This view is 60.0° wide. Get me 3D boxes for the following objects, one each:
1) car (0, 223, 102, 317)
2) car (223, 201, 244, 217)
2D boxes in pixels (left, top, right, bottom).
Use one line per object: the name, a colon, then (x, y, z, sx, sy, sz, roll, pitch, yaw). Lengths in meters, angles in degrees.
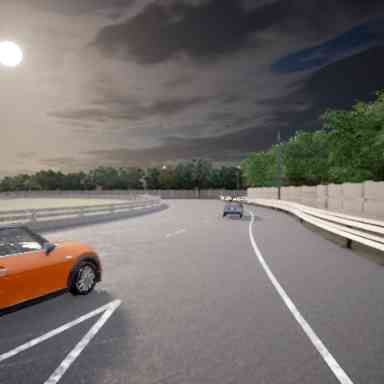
car: (-3.808, 1.360, 6.349, 2.097, 1.767, 4.553, 0, 0, 24)
car: (4.070, 1.635, 32.719, 2.033, 1.411, 5.357, 0, 0, 9)
